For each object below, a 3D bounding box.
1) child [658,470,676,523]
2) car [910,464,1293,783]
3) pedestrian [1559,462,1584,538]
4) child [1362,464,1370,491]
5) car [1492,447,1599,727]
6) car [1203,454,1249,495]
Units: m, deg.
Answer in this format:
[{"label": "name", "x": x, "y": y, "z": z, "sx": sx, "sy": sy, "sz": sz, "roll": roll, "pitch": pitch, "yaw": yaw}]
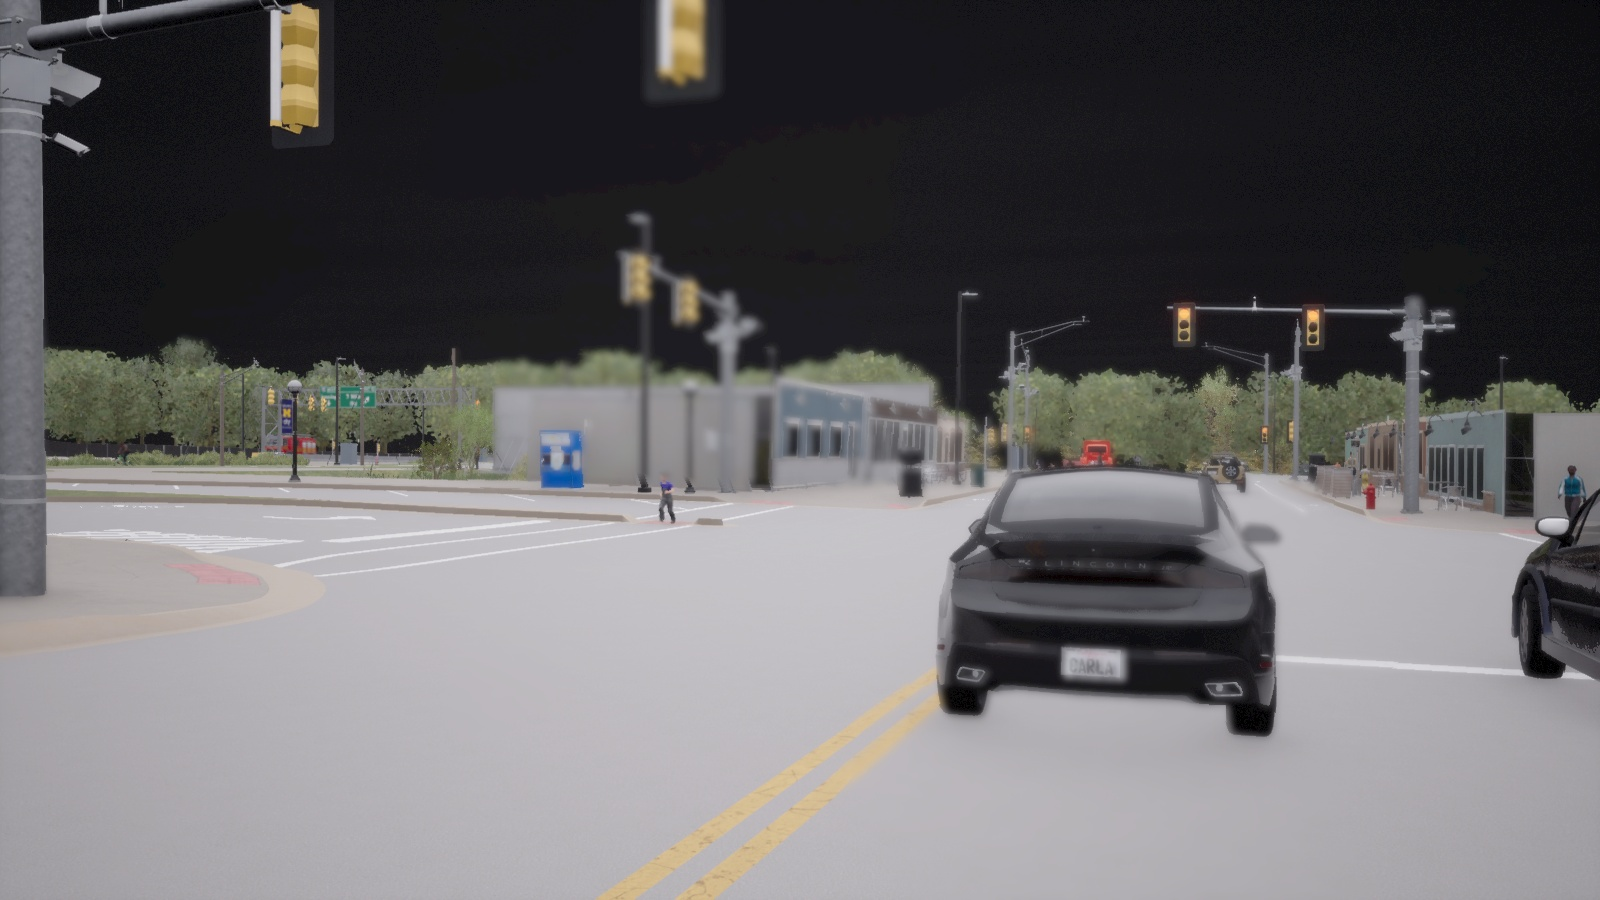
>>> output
[{"label": "child", "x": -3.209, "y": 1.118, "z": 30.239, "sx": 0.270, "sy": 1.263, "sz": 0.437, "roll": 1, "pitch": 1, "yaw": 19}, {"label": "car", "x": 2.155, "y": 0.886, "z": 8.577, "sx": 1.837, "sy": 1.490, "sz": 4.892, "roll": 1, "pitch": -1, "yaw": 17}, {"label": "pedestrian", "x": 19.927, "y": 1.287, "z": 32.421, "sx": 0.396, "sy": 1.930, "sz": 0.692, "roll": 1, "pitch": 1, "yaw": 42}, {"label": "child", "x": 26.683, "y": 1.296, "z": 59.212, "sx": 0.270, "sy": 1.263, "sz": 0.437, "roll": 1, "pitch": 1, "yaw": 17}, {"label": "car", "x": 5.806, "y": 0.822, "z": 7.885, "sx": 1.851, "sy": 1.617, "sz": 3.988, "roll": 1, "pitch": -1, "yaw": 18}, {"label": "car", "x": 20.240, "y": 1.115, "z": 59.837, "sx": 1.932, "sy": 1.855, "sz": 4.605, "roll": 1, "pitch": 0, "yaw": 17}]
